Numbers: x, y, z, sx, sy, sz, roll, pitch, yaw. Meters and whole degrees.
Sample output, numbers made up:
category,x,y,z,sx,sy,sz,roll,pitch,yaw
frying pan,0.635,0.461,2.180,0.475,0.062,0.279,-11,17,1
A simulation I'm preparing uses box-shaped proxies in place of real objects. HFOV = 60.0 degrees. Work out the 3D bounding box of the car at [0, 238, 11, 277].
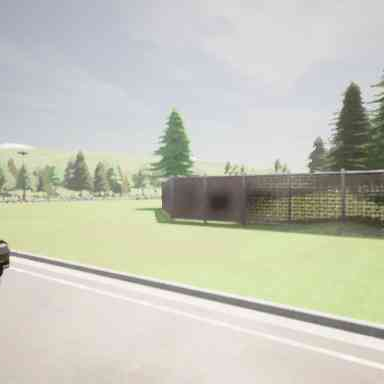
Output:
category,x,y,z,sx,sy,sz,roll,pitch,yaw
car,-6.687,1.487,8.764,4.902,1.511,2.128,0,0,36
